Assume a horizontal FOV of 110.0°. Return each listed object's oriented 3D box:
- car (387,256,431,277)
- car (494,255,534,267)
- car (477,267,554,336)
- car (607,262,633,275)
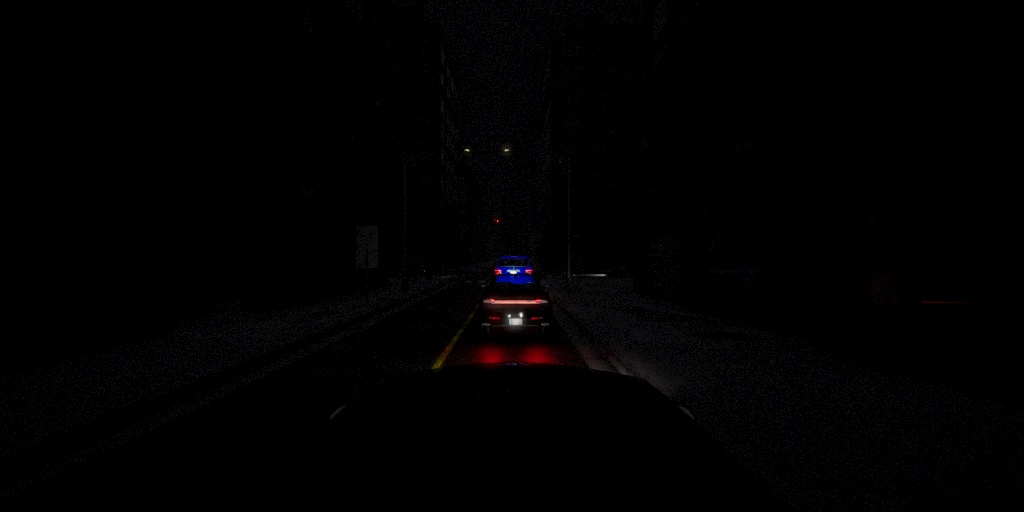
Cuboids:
[{"bbox_3d":[-10.682,0.974,34.687,5.566,2.045,2.150,0,0,2],"label":"car"},{"bbox_3d":[0.103,0.971,20.668,2.150,2.045,5.566,0,0,1],"label":"car"},{"bbox_3d":[0.098,1.241,10.356,2.128,1.511,4.902,0,0,0],"label":"car"},{"bbox_3d":[12.159,1.317,37.689,4.181,1.385,1.994,0,0,0],"label":"car"}]
